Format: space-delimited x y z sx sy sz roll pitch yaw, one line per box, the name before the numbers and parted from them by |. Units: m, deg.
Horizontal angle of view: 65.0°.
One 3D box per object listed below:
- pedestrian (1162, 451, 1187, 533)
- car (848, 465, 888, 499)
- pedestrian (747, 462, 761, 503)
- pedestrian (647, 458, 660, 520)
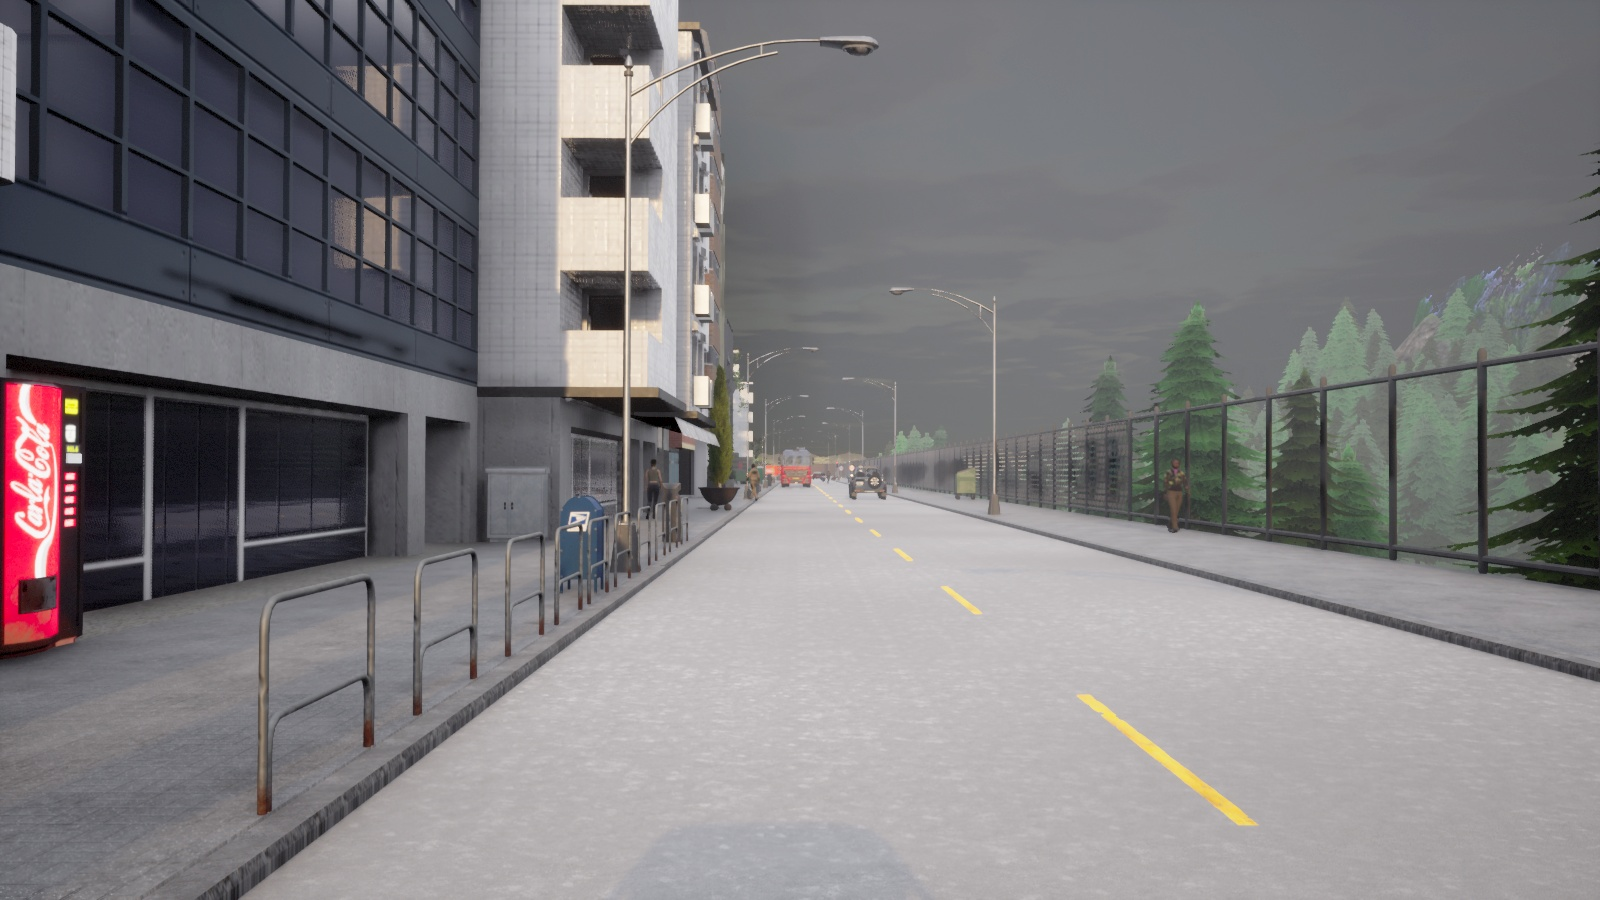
pedestrian | 8.929 0.990 29.928 0.395 1.930 0.692 0 -1 1
car | 3.792 1.799 70.613 1.932 1.855 4.605 0 -1 0
pedestrian | -2.196 1.535 59.832 0.396 1.930 0.692 0 -1 -26
pedestrian | -4.406 1.175 37.798 0.345 1.836 0.594 0 -1 0
